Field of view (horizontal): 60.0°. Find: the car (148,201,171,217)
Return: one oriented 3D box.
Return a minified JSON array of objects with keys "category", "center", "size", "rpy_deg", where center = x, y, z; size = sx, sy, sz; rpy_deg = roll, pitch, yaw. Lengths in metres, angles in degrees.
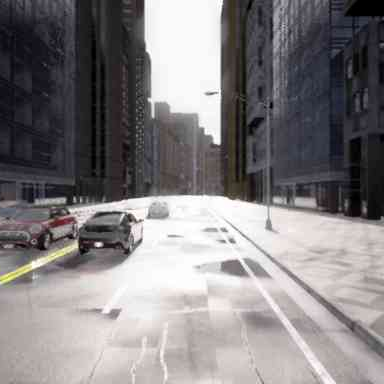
[{"category":"car","center":[-3.145,1.560,32.162],"size":[1.812,1.442,4.674],"rpy_deg":[0,0,0]}]

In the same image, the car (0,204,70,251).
[{"category":"car","center":[-6.581,1.369,14.218],"size":[2.097,1.767,4.553],"rpy_deg":[0,0,0]}]

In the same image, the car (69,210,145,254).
[{"category":"car","center":[-3.148,1.521,13.629],"size":[1.837,1.490,4.892],"rpy_deg":[0,0,0]}]
